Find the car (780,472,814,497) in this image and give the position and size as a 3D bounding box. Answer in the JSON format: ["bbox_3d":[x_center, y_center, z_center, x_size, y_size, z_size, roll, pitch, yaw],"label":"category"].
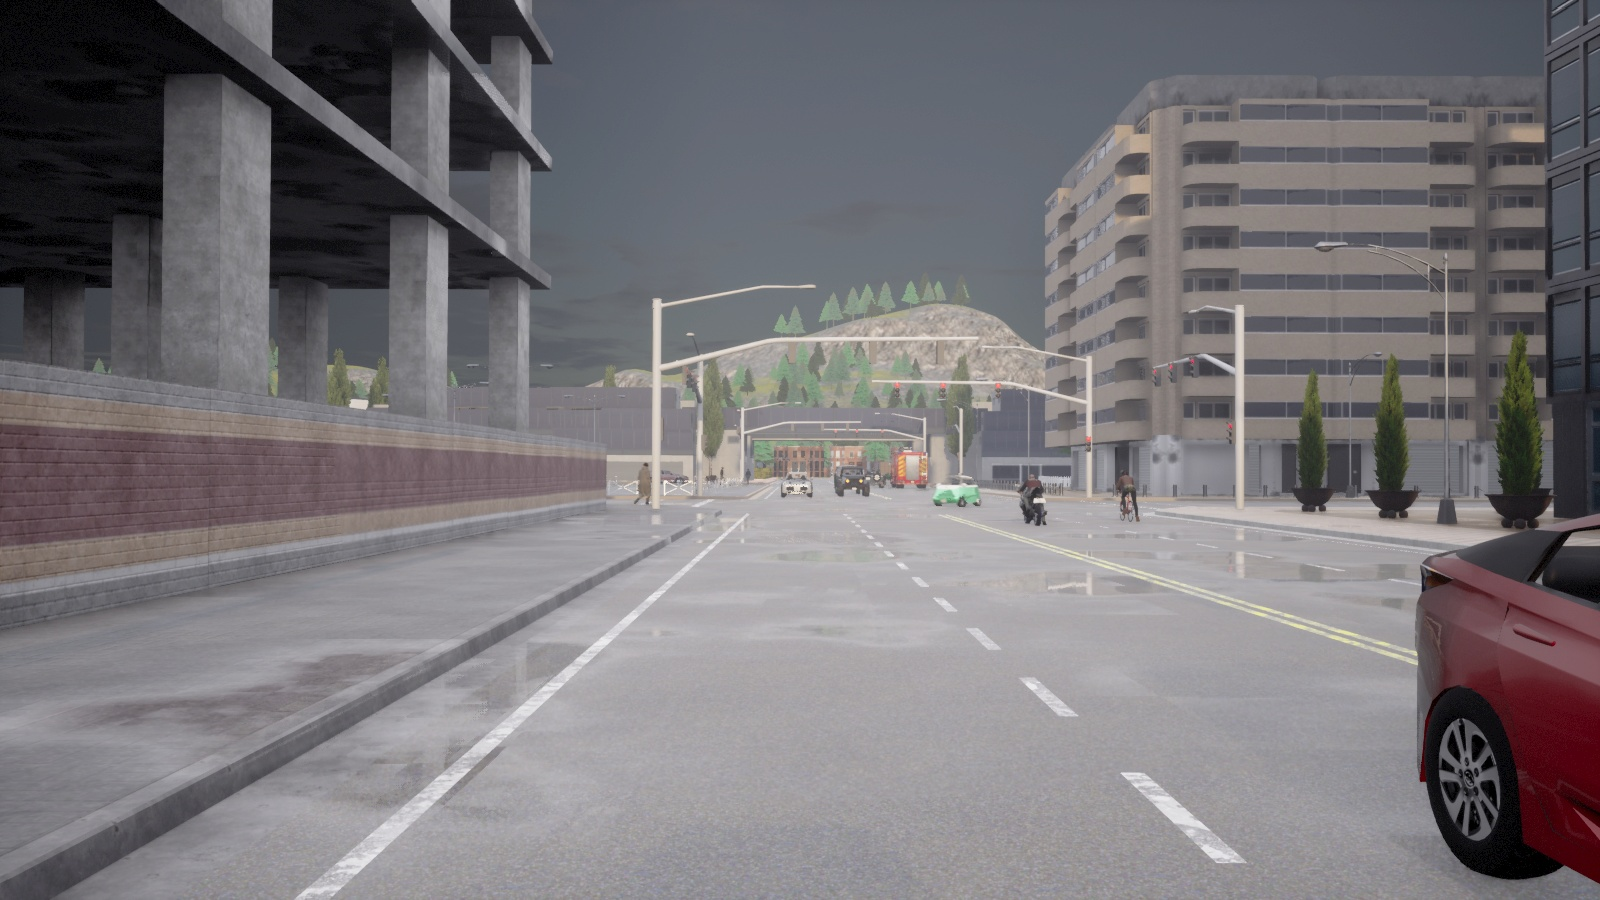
[{"bbox_3d":[-0.174,2.047,75.606,1.970,1.475,3.806,0,-1,0],"label":"car"}]

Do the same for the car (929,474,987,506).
[{"bbox_3d":[6.904,1.730,54.746,1.481,1.376,2.207,-2,-2,42],"label":"car"}]

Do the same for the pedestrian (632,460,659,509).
[{"bbox_3d":[-6.215,1.379,50.530,0.659,1.952,0.873,-1,-1,34],"label":"pedestrian"}]

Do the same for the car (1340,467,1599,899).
[{"bbox_3d":[3.492,0.806,3.505,2.007,1.525,4.514,0,-1,0],"label":"car"}]

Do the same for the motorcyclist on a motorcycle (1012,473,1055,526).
[{"bbox_3d":[6.914,1.446,37.268,0.866,1.530,2.191,0,-1,0],"label":"motorcyclist on a motorcycle"}]

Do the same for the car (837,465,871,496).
[{"bbox_3d":[3.317,1.907,78.188,1.905,1.878,3.866,0,-1,0],"label":"car"}]

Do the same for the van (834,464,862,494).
[{"bbox_3d":[3.299,2.005,86.597,1.775,1.987,4.442,0,-1,0],"label":"van"}]
